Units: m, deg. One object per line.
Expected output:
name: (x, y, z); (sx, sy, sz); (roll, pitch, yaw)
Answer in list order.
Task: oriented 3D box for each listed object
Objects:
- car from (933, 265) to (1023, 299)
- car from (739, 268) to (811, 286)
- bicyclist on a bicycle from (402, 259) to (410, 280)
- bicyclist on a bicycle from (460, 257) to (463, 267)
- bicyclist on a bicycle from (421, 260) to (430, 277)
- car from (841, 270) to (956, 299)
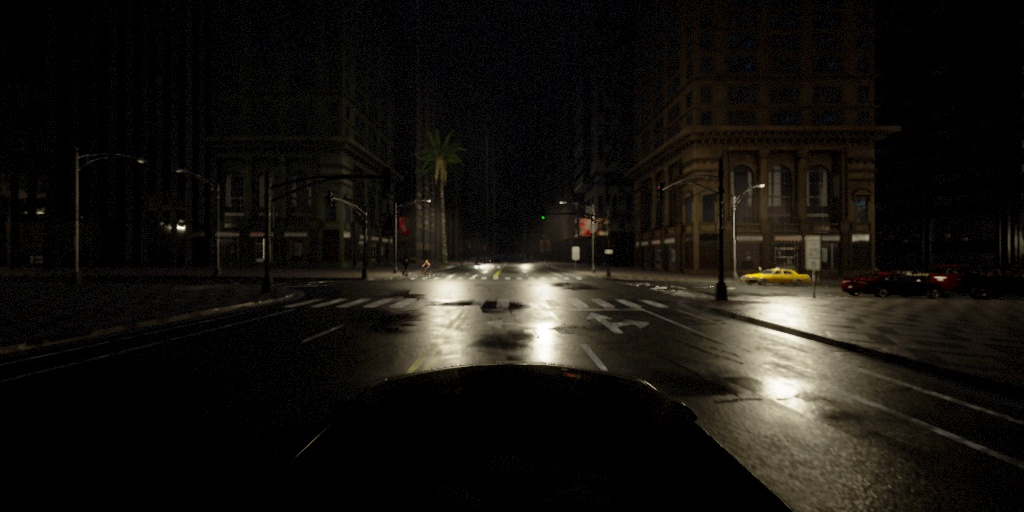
car: (25.797, 1.428, 19.590); (5.009, 1.841, 2.192); (0, 0, 0)
car: (20.564, 1.599, 28.132); (4.829, 1.417, 1.751); (0, 0, 0)
bicyclist on a bicycle: (-8.756, 1.102, 29.374); (0.659, 1.776, 1.843); (0, -1, 0)
bicyclist on a bicycle: (-8.814, 1.104, 62.191); (0.659, 1.776, 1.843); (0, 0, 0)
bicyclist on a bicycle: (-8.222, 1.185, 34.447); (0.866, 1.612, 1.509); (0, 0, 1)
car: (20.710, 1.588, 19.604); (4.507, 1.381, 1.888); (0, 0, 0)
